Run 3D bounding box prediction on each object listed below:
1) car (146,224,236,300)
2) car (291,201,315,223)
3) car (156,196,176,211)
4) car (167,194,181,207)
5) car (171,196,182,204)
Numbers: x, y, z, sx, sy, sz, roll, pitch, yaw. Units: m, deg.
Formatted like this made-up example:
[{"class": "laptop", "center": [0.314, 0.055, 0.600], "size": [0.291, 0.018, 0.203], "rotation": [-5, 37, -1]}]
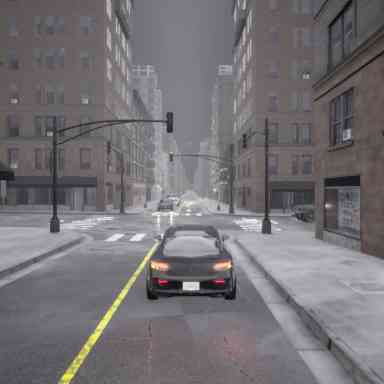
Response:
[{"class": "car", "center": [-0.012, 1.527, 8.280], "size": [1.812, 1.442, 4.674], "rotation": [0, 0, 0]}, {"class": "car", "center": [10.948, 1.440, 26.875], "size": [5.566, 2.045, 2.150], "rotation": [1, 0, -1]}, {"class": "car", "center": [-3.202, 1.555, 40.889], "size": [1.837, 1.490, 4.892], "rotation": [0, 0, -2]}, {"class": "car", "center": [-3.208, 1.299, 53.757], "size": [2.150, 2.045, 5.566], "rotation": [0, 0, 0]}, {"class": "car", "center": [-3.152, 1.653, 69.265], "size": [2.033, 1.411, 5.357], "rotation": [0, 0, 0]}]
